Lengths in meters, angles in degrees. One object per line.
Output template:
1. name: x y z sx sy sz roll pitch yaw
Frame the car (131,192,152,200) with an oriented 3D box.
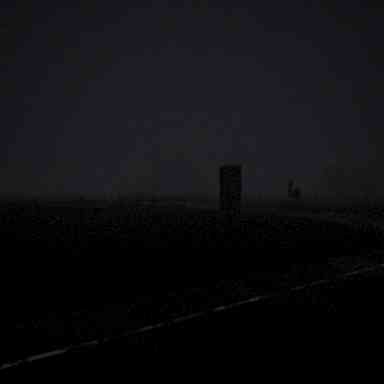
1. car: -8.170 0.746 53.420 2.128 1.511 4.902 -1 1 -35
